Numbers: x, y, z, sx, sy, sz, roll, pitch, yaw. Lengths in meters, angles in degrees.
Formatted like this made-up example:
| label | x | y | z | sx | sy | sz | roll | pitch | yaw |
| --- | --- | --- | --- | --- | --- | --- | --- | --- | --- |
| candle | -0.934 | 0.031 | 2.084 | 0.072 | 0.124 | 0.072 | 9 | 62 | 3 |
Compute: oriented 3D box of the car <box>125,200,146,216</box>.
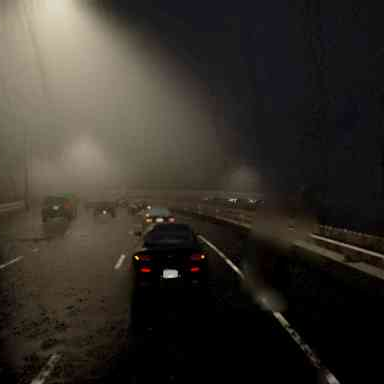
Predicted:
| label | x | y | z | sx | sy | sz | roll | pitch | yaw |
| --- | --- | --- | --- | --- | --- | --- | --- | --- | --- |
| car | -5.319 | 1.570 | 33.417 | 1.812 | 1.442 | 4.674 | 0 | 0 | -17 |

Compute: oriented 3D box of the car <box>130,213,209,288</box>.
| label | x | y | z | sx | sy | sz | roll | pitch | yaw |
| --- | --- | --- | --- | --- | --- | --- | --- | --- | --- |
| car | -0.638 | 1.537 | 9.220 | 1.812 | 1.442 | 4.674 | 0 | 0 | -5 |

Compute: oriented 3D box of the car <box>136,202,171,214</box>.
| label | x | y | z | sx | sy | sz | roll | pitch | yaw |
| --- | --- | --- | --- | --- | --- | --- | --- | --- | --- |
| car | -2.188 | 1.575 | 20.552 | 2.033 | 1.411 | 5.357 | 0 | 0 | -11 |

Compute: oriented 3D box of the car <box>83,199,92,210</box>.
| label | x | y | z | sx | sy | sz | roll | pitch | yaw |
| --- | --- | --- | --- | --- | --- | --- | --- | --- | --- |
| car | -13.347 | 1.628 | 44.714 | 1.994 | 1.385 | 4.181 | 0 | 0 | -24 |

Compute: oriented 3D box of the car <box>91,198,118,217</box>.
| label | x | y | z | sx | sy | sz | roll | pitch | yaw |
| --- | --- | --- | --- | --- | --- | --- | --- | --- | --- |
| car | -8.409 | 1.549 | 31.668 | 1.837 | 1.490 | 4.892 | 0 | 0 | -17 |

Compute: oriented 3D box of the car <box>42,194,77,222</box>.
| label | x | y | z | sx | sy | sz | roll | pitch | yaw |
| --- | --- | --- | --- | --- | --- | --- | --- | --- | --- |
| car | -10.706 | 1.265 | 27.100 | 2.150 | 2.045 | 5.566 | 0 | 0 | -15 |

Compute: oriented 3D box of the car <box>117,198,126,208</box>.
| label | x | y | z | sx | sy | sz | roll | pitch | yaw |
| --- | --- | --- | --- | --- | --- | --- | --- | --- | --- |
| car | -9.997 | 1.565 | 45.805 | 1.837 | 1.490 | 4.892 | 0 | -1 | -24 |

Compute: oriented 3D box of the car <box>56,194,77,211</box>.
| label | x | y | z | sx | sy | sz | roll | pitch | yaw |
| --- | --- | --- | --- | --- | --- | --- | --- | --- | --- |
| car | -16.249 | 1.284 | 42.782 | 2.150 | 2.045 | 5.566 | 0 | 0 | -24 |
